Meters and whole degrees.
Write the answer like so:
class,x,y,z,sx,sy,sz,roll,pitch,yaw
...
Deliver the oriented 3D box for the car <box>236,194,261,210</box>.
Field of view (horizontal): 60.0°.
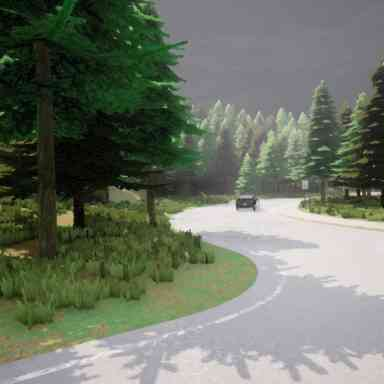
class,x,y,z,sx,sy,sz,roll,pitch,yaw
car,5.743,0.961,33.557,1.882,1.535,5.008,-2,1,18
